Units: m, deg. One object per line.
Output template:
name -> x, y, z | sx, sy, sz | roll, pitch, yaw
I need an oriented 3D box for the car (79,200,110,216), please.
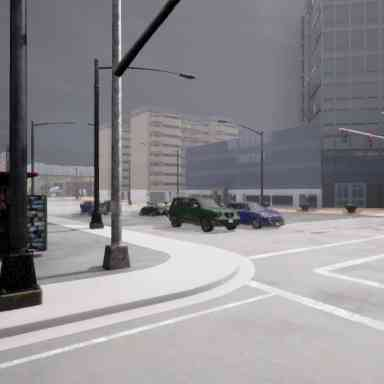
car -> -10.792, 1.727, 36.940 | 2.097, 1.767, 4.553 | 0, -1, -36

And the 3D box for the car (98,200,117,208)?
car -> -15.873, 2.281, 62.131 | 1.994, 1.385, 4.181 | 0, -1, -36

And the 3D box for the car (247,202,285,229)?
car -> 4.004, 1.460, 22.501 | 2.097, 1.767, 4.553 | 0, -1, -36

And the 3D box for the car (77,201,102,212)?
car -> -15.200, 2.050, 49.087 | 2.128, 1.511, 4.902 | 0, -1, -36

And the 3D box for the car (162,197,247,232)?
car -> 0.599, 1.334, 21.233 | 2.150, 2.045, 5.566 | 0, 0, -36

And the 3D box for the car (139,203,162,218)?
car -> -3.548, 1.829, 32.908 | 1.994, 1.385, 4.181 | 0, -1, -36
